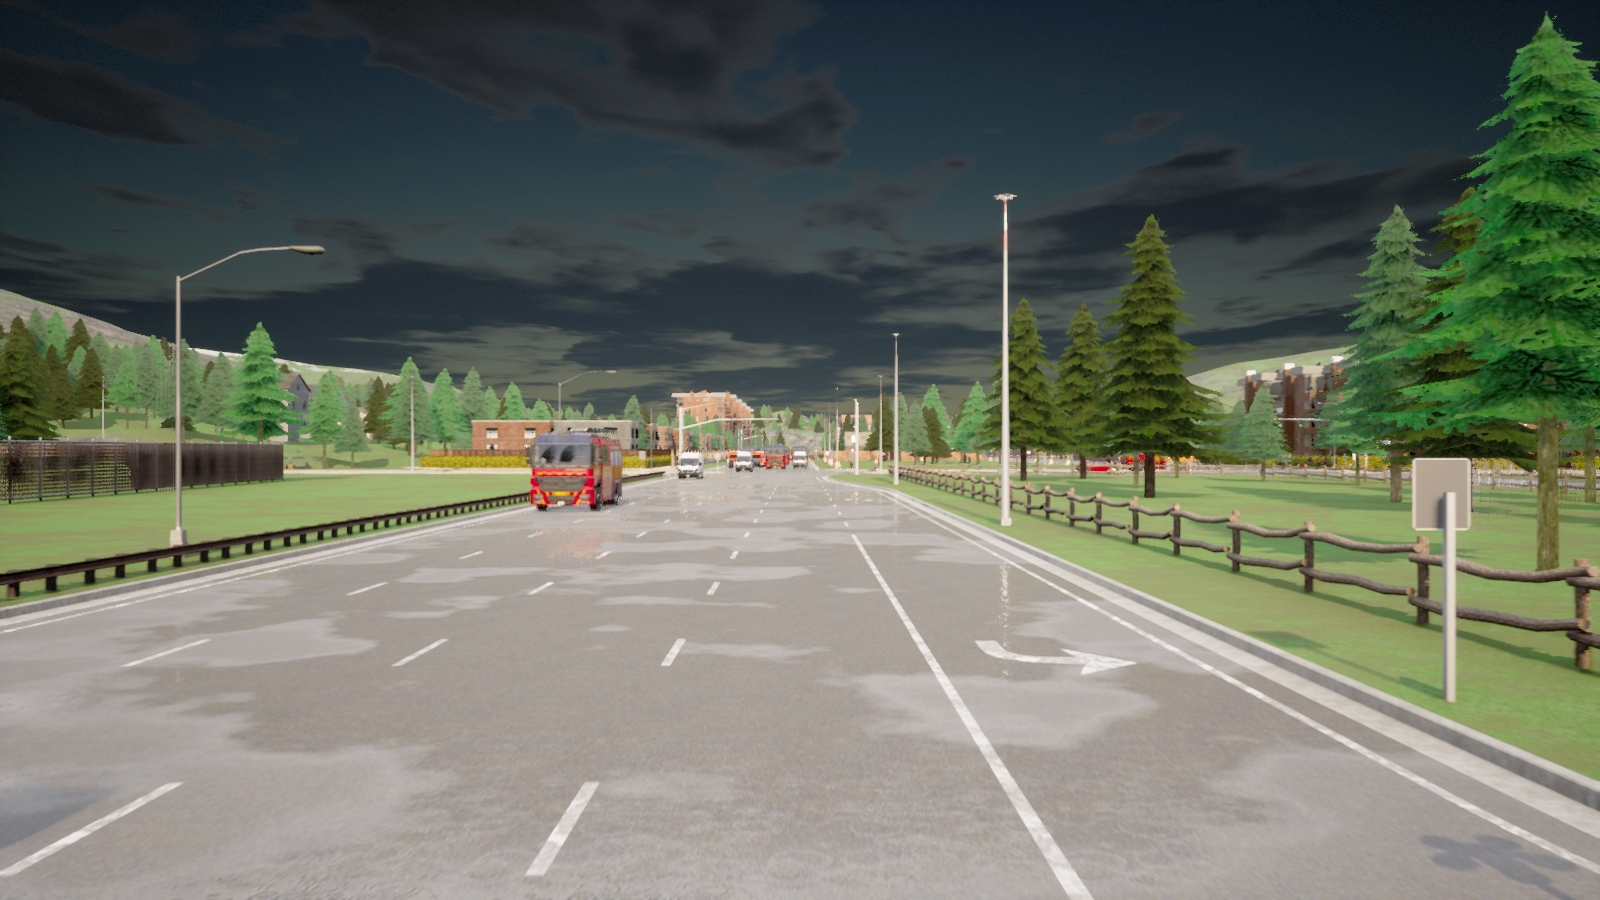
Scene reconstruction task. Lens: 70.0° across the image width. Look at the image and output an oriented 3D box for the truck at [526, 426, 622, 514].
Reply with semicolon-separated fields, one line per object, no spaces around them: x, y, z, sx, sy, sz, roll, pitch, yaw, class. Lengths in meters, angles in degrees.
-10.496;0.892;53.959;2.891;3.827;8.468;0;0;0;truck
